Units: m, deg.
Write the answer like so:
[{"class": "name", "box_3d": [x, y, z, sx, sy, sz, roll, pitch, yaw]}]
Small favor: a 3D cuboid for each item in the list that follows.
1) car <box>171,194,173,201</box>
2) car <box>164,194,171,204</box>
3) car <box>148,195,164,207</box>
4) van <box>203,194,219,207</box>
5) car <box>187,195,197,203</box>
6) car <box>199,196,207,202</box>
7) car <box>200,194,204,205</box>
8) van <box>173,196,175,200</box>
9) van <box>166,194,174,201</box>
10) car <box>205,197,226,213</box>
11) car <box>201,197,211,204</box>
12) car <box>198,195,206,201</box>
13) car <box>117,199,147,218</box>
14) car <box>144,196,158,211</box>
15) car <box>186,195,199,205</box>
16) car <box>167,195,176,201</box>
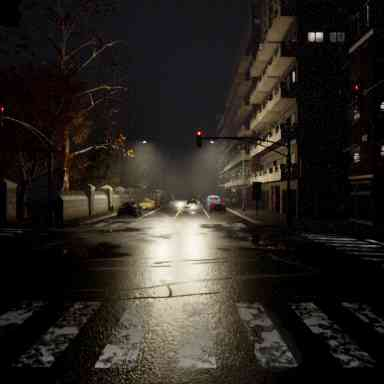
[{"class": "car", "box_3d": [-5.689, 1.508, 70.237, 1.967, 1.590, 4.097, 0, 0, 0]}, {"class": "car", "box_3d": [-5.689, 1.498, 64.608, 1.967, 1.590, 4.097, 0, 0, 0]}, {"class": "car", "box_3d": [-5.688, 1.347, 47.717, 2.192, 1.841, 5.009, 0, 0, 0]}, {"class": "van", "box_3d": [2.693, 1.366, 42.087, 1.690, 1.788, 3.998, 0, 0, 0]}, {"class": "car", "box_3d": [0.000, 1.444, 69.961, 1.837, 1.490, 4.892, 0, 0, 0]}, {"class": "car", "box_3d": [2.690, 1.635, 81.497, 1.887, 1.381, 4.507, 0, 0, 0]}, {"class": "car", "box_3d": [2.692, 1.480, 53.347, 1.967, 1.590, 4.097, 0, 0, 0]}, {"class": "van", "box_3d": [-5.690, 1.432, 81.498, 1.690, 1.788, 3.998, 0, 0, 0]}, {"class": "van", "box_3d": [-5.690, 1.445, 87.127, 1.690, 1.788, 3.998, 0, 0, 0]}, {"class": "car", "box_3d": [2.692, 1.564, 36.456, 1.887, 1.381, 4.507, 0, 0, 0]}, {"class": "car", "box_3d": [2.691, 1.602, 64.607, 1.887, 1.381, 4.507, 0, 0, 0]}, {"class": "car", "box_3d": [2.690, 1.544, 87.127, 1.967, 1.590, 4.097, 0, 0, 0]}, {"class": "car", "box_3d": [-5.688, 1.580, 30.825, 1.947, 1.339, 4.313, 0, 0, 0]}, {"class": "car", "box_3d": [-5.688, 1.550, 41.917, 1.752, 1.417, 4.829, 0, 0, 0]}, {"class": "car", "box_3d": [-0.001, 1.597, 59.542, 2.033, 1.411, 5.357, 0, 0, 0]}, {"class": "car", "box_3d": [-5.690, 1.669, 92.757, 2.008, 1.369, 4.403, 0, 0, 0]}]
